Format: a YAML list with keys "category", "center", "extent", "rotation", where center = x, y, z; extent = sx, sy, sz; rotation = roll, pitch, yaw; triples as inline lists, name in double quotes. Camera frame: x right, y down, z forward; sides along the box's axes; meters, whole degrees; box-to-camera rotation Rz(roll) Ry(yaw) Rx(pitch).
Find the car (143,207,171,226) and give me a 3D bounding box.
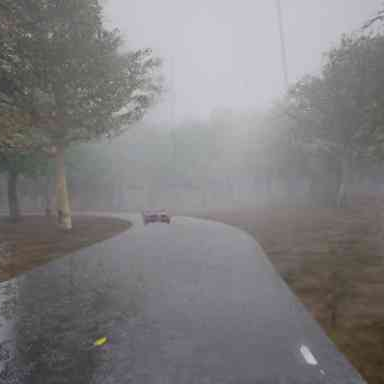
- category: "car"
  center: [-2.745, 1.811, 25.509]
  extent: [1.895, 1.301, 4.718]
  rotation: [0, -2, -11]
